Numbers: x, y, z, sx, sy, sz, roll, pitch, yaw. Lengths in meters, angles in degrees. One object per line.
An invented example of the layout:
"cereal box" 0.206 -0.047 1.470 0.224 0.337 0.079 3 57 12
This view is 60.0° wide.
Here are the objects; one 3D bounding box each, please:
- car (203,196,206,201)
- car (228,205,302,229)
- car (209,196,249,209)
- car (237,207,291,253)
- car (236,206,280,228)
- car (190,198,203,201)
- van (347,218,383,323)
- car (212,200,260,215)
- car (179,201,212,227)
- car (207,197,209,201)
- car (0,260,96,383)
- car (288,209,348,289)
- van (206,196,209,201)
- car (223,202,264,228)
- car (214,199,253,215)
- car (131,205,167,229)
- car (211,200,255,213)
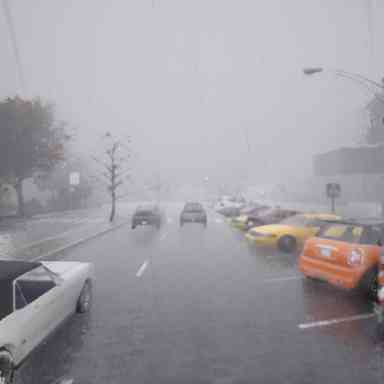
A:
"car" 4.890 1.913 52.975 5.366 1.575 1.946 1 0 -20
"car" 5.062 1.678 23.221 4.674 1.452 2.002 1 -1 -20
"car" 5.094 1.476 35.165 5.566 2.045 2.435 1 -1 -20
"car" 4.894 1.589 14.206 5.366 1.575 1.946 1 0 -20
"car" 5.093 1.637 17.268 4.792 1.488 2.163 1 -1 -20
"car" 0.093 1.803 41.524 1.837 1.490 4.892 0 -1 0
"van" 4.964 1.315 5.271 4.442 1.987 1.878 1 0 -20
"car" 5.070 1.755 38.127 5.008 1.535 2.097 1 0 -20
"car" 0.097 1.645 24.366 2.128 1.511 4.902 0 0 0
"car" 5.237 1.818 44.160 5.366 1.575 1.946 1 -1 -20
"car" -2.901 1.647 4.804 1.895 1.301 4.718 0 -1 0
"car" 5.041 1.437 8.297 4.553 1.767 2.185 1 -1 -20
"van" 4.956 1.657 50.019 4.442 1.987 1.878 1 0 -20
"car" 4.894 1.615 20.173 5.366 1.575 1.946 1 0 -20
"car" 5.075 1.703 32.161 4.892 1.521 2.231 1 0 -20
"car" -2.903 1.647 22.705 1.837 1.490 4.892 0 0 0
"car" 5.057 1.787 41.112 4.892 1.521 2.231 1 -1 -20
